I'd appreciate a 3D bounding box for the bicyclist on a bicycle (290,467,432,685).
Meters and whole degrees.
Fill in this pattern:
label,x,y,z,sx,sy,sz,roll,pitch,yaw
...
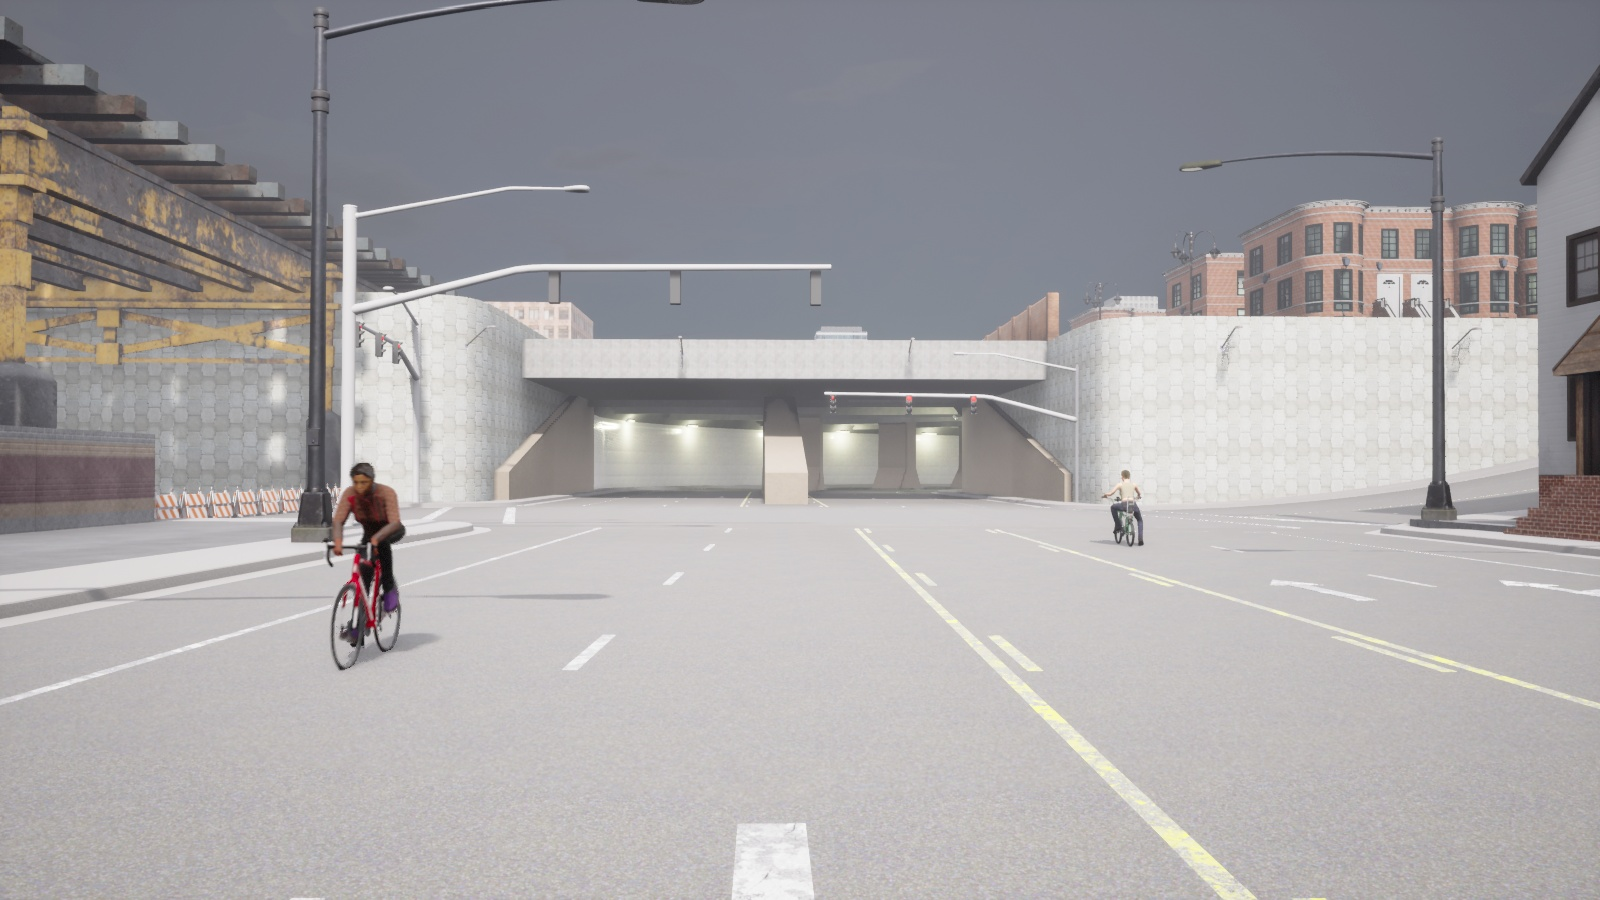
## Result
label,x,y,z,sx,sy,sz,roll,pitch,yaw
bicyclist on a bicycle,-3.530,0.953,10.225,0.582,1.620,1.656,0,-1,0

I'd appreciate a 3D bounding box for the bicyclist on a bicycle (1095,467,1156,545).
label,x,y,z,sx,sy,sz,roll,pitch,yaw
bicyclist on a bicycle,6.930,1.172,26.802,0.866,1.612,1.509,0,-1,-1
